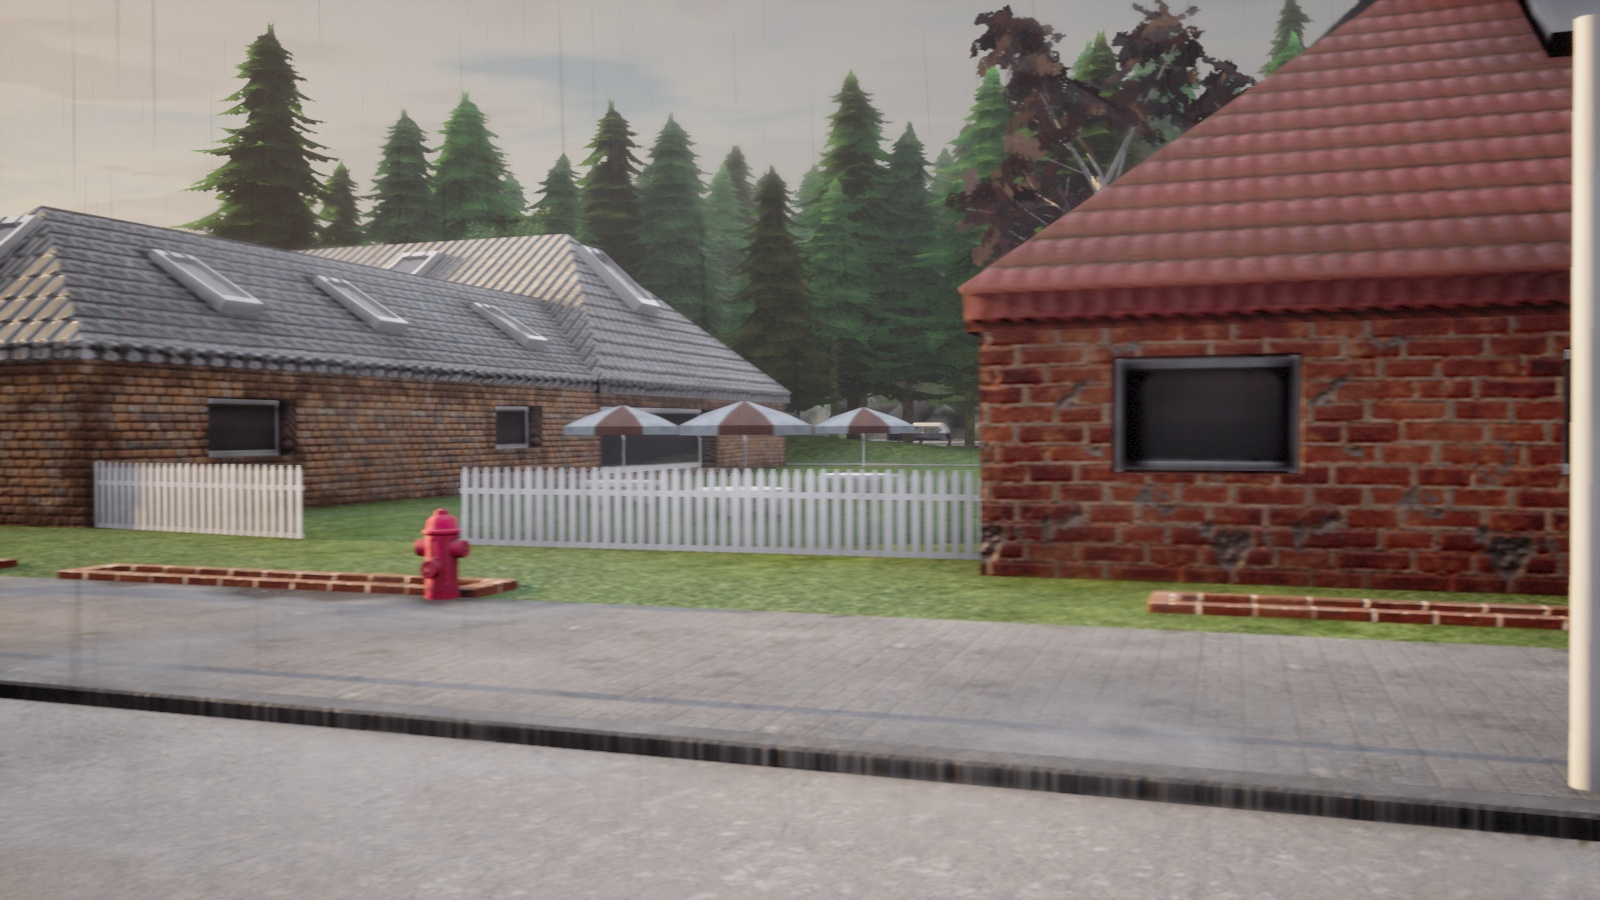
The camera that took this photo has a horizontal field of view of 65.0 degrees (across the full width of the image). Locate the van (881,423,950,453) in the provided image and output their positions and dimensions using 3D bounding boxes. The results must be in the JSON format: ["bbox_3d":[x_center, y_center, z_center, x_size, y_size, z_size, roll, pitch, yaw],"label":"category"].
[{"bbox_3d":[8.086,-0.830,87.805,4.480,2.038,2.069,1,1,19],"label":"van"}]
